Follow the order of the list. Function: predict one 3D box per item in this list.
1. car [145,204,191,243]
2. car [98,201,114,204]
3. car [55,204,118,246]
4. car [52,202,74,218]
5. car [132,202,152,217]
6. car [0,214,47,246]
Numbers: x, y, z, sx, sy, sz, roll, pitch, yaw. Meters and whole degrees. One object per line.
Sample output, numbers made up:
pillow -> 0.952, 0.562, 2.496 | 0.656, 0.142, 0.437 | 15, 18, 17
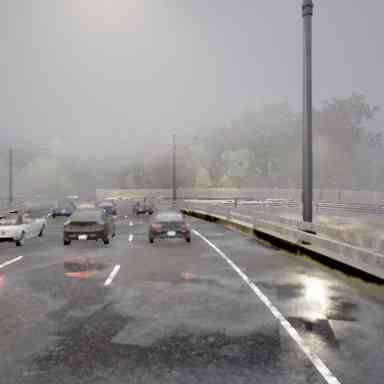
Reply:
car -> -1.167, 1.531, 15.930 | 1.812, 1.442, 4.674 | 0, 0, -8
car -> -7.977, 1.531, 30.804 | 1.812, 1.442, 4.674 | 0, 0, -16
car -> -4.631, 1.514, 15.430 | 1.837, 1.490, 4.892 | 0, 0, -8
car -> -11.335, 1.570, 29.819 | 1.994, 1.385, 4.181 | 0, 0, -16
car -> -4.627, 1.615, 31.819 | 1.895, 1.301, 4.718 | 0, 0, -16
car -> -8.099, 1.614, 14.961 | 1.895, 1.301, 4.718 | 0, 0, -8
